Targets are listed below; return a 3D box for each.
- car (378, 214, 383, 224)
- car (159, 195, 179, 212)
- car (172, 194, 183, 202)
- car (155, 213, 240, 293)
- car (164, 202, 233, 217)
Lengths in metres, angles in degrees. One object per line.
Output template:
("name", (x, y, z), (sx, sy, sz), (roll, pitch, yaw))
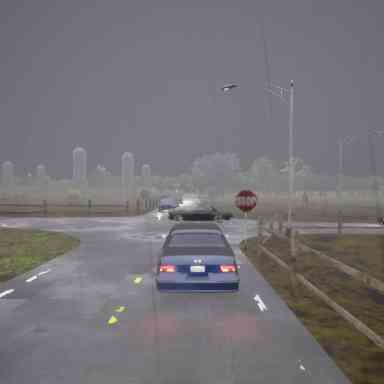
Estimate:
("car", (16.214, 1.881, 24.613), (4.181, 1.385, 1.994), (1, 1, -1))
("car", (-2.808, 1.446, 38.844), (1.882, 1.535, 5.008), (0, 0, -1))
("car", (-2.846, 1.442, 49.278), (2.128, 1.511, 4.902), (0, 0, 0))
("car", (0.103, 1.543, 8.988), (2.033, 1.411, 5.357), (0, 0, 0))
("car", (0.538, 1.624, 24.530), (4.718, 1.301, 1.895), (0, 0, 0))
